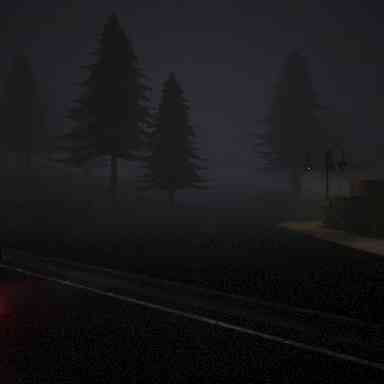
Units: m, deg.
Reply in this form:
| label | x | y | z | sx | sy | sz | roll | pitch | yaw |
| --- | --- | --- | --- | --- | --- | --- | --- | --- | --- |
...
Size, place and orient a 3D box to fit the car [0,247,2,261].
| label | x | y | z | sx | sy | sz | roll | pitch | yaw |
| --- | --- | --- | --- | --- | --- | --- | --- | --- | --- |
| car | -7.317 | 1.601 | 9.212 | 4.718 | 1.301 | 1.895 | 0 | 0 | 36 |
